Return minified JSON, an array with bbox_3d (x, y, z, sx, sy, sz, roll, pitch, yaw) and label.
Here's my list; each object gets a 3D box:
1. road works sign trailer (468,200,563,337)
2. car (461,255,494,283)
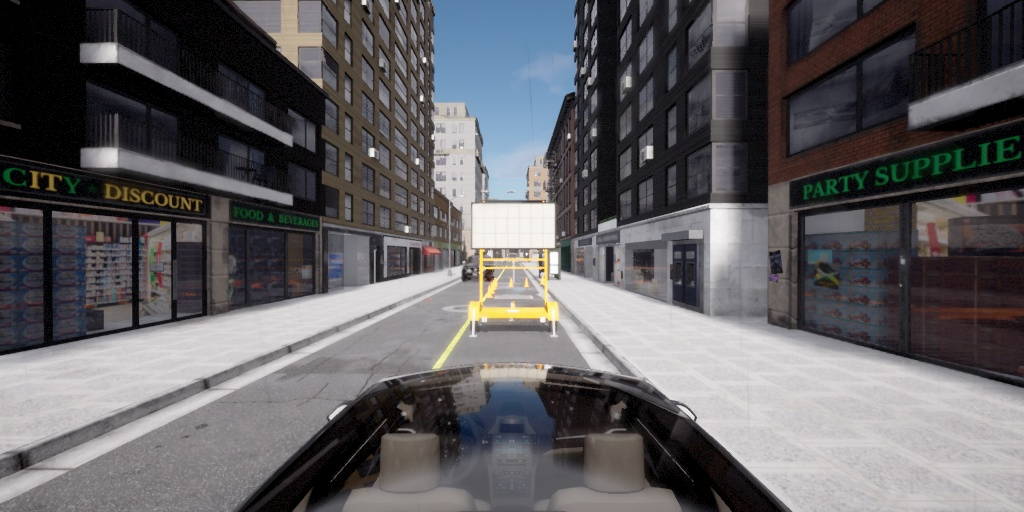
[{"bbox_3d":[0.047,0.213,10.257,2.380,3.560,2.880,0,0,0],"label":"road works sign trailer"},{"bbox_3d":[-2.613,0.962,28.328,2.150,2.045,5.566,0,0,0],"label":"car"}]
